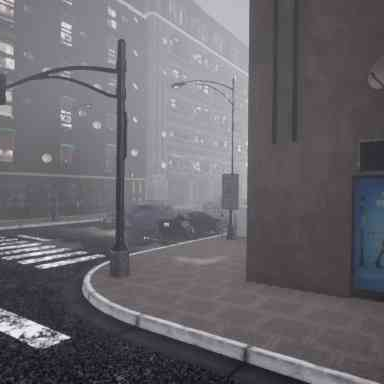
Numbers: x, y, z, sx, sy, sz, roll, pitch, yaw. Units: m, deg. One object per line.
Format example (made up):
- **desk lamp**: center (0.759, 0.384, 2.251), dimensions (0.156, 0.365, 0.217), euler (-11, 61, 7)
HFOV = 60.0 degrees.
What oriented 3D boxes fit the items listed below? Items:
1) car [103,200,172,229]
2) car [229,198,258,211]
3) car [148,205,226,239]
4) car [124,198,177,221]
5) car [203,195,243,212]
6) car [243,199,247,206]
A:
- **car**: center (-3.680, 1.485, 21.921), dimensions (1.812, 1.442, 4.674), euler (1, 1, 35)
- **car**: center (6.362, 1.483, 40.522), dimensions (1.802, 1.307, 4.206), euler (1, 1, 35)
- **car**: center (-0.029, 1.599, 17.700), dimensions (1.947, 1.339, 4.313), euler (1, 1, 35)
- **car**: center (-3.267, 1.362, 26.799), dimensions (1.967, 1.590, 4.097), euler (1, 1, 35)
- **car**: center (3.155, 1.224, 35.946), dimensions (2.192, 1.841, 5.009), euler (1, 1, 35)
- **car**: center (7.699, 1.461, 38.117), dimensions (1.812, 1.442, 4.674), euler (1, 1, 35)
